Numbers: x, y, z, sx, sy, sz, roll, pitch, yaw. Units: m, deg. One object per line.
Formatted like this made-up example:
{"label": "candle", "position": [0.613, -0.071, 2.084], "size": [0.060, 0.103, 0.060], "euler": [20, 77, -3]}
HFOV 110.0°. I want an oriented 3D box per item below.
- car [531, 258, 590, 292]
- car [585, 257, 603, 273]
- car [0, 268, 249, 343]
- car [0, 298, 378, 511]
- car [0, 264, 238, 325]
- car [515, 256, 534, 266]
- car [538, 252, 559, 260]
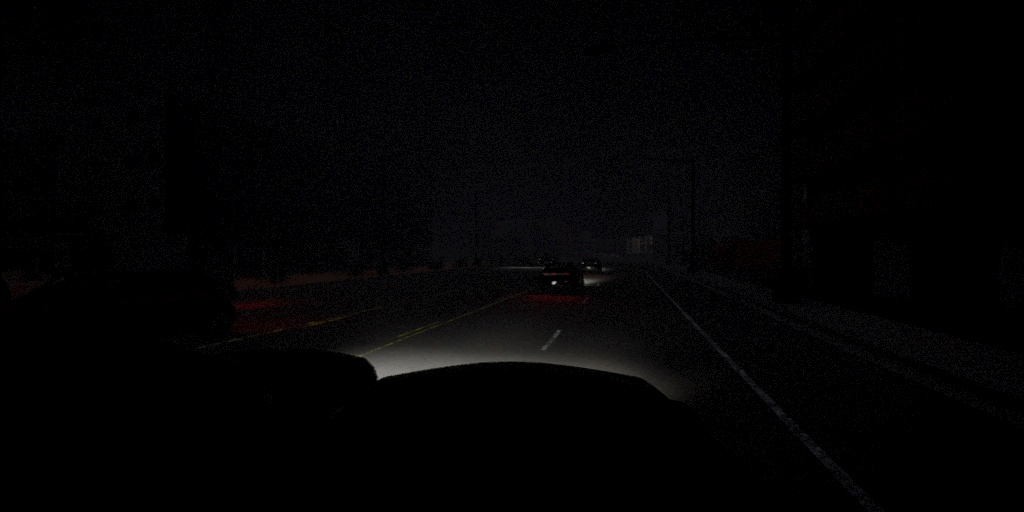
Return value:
{"label": "car", "position": [2.807, 1.074, 19.743], "size": [2.128, 1.511, 4.902], "euler": [0, 0, 18]}
{"label": "car", "position": [7.969, 0.851, 35.990], "size": [2.128, 1.511, 4.902], "euler": [0, 1, 18]}
{"label": "car", "position": [-11.225, 1.227, 10.895], "size": [2.128, 1.511, 4.902], "euler": [0, 0, 18]}
{"label": "car", "position": [-2.797, 1.257, 2.081], "size": [1.837, 1.490, 4.892], "euler": [0, 0, 18]}
{"label": "car", "position": [-8.635, 1.099, 7.488], "size": [2.097, 1.767, 4.553], "euler": [0, 0, 18]}
{"label": "car", "position": [1.943, 0.727, 52.036], "size": [1.837, 1.490, 4.892], "euler": [0, 1, 18]}
{"label": "car", "position": [5.268, 0.447, 50.943], "size": [2.150, 2.045, 5.566], "euler": [0, 1, 18]}
